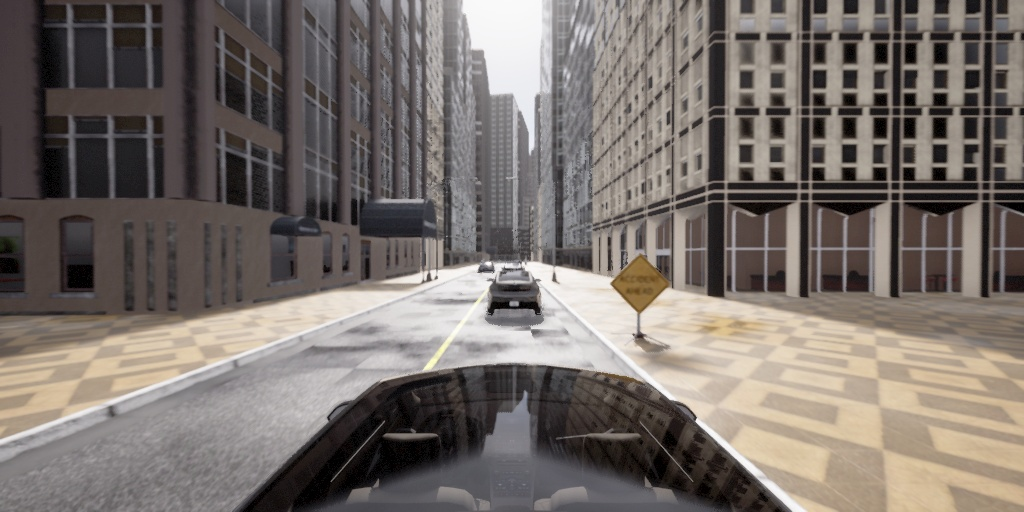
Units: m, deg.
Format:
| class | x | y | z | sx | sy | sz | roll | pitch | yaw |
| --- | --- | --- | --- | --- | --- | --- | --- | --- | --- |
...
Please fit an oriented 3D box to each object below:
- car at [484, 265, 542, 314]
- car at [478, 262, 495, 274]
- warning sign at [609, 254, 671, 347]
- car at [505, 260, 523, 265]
| class | x | y | z | sx | sy | sz | roll | pitch | yaw |
| --- | --- | --- | --- | --- | --- | --- | --- | --- | --- |
| car | 0.084 | 1.284 | 13.848 | 1.837 | 1.490 | 4.892 | 0 | 0 | 0 |
| car | -3.093 | 1.435 | 44.256 | 1.994 | 1.385 | 4.181 | 0 | 0 | 0 |
| warning sign | 2.717 | 0.879 | 7.708 | 1.300 | 1.860 | 1.060 | 0 | 0 | 0 |
| car | 0.084 | 1.315 | 29.314 | 2.128 | 1.511 | 4.902 | 0 | 0 | 0 |
